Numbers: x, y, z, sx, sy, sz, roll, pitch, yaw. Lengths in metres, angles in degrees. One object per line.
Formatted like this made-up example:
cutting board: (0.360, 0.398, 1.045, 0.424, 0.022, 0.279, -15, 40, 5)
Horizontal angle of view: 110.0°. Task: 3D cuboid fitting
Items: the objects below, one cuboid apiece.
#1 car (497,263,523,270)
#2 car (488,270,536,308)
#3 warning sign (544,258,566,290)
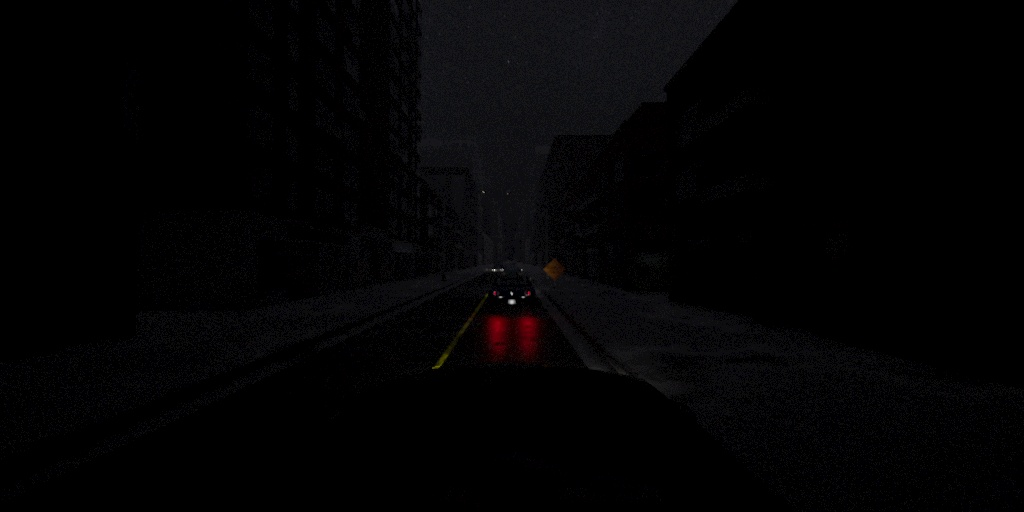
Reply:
car: (-0.002, 1.596, 31.184, 1.994, 1.385, 4.181, 0, 0, 0)
car: (-0.001, 1.487, 15.973, 1.895, 1.301, 4.718, 0, -1, 0)
warning sign: (2.513, 1.050, 20.972, 1.300, 1.860, 1.060, 0, 0, 0)
